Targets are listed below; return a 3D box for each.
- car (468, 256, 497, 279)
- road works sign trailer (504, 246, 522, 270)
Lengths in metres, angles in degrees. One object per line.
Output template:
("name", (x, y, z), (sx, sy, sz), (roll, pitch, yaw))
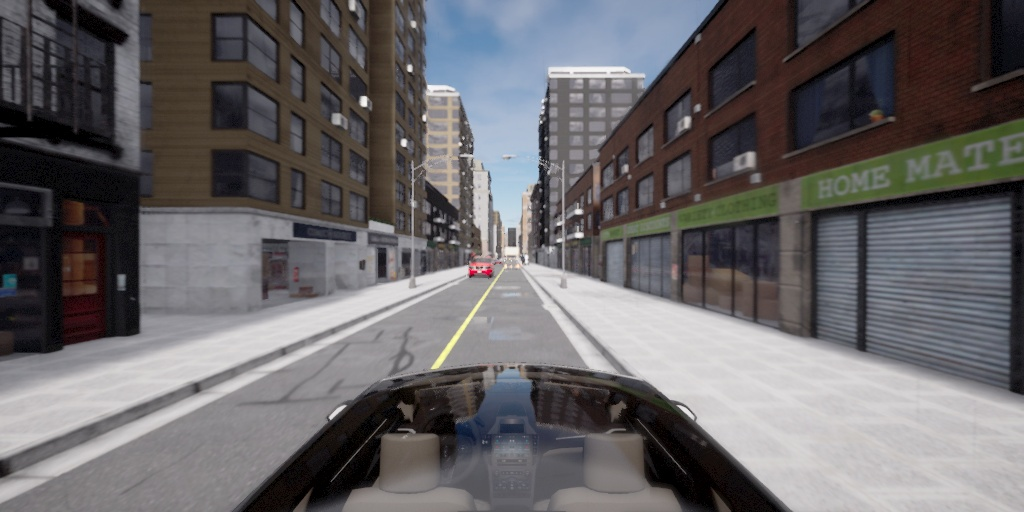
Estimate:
("car", (-2.854, 1.025, 34.209), (2.150, 2.045, 5.566), (0, 0, 0))
("road works sign trailer", (-0.016, 0.298, 56.168), (2.380, 3.560, 2.880), (0, 0, 0))
